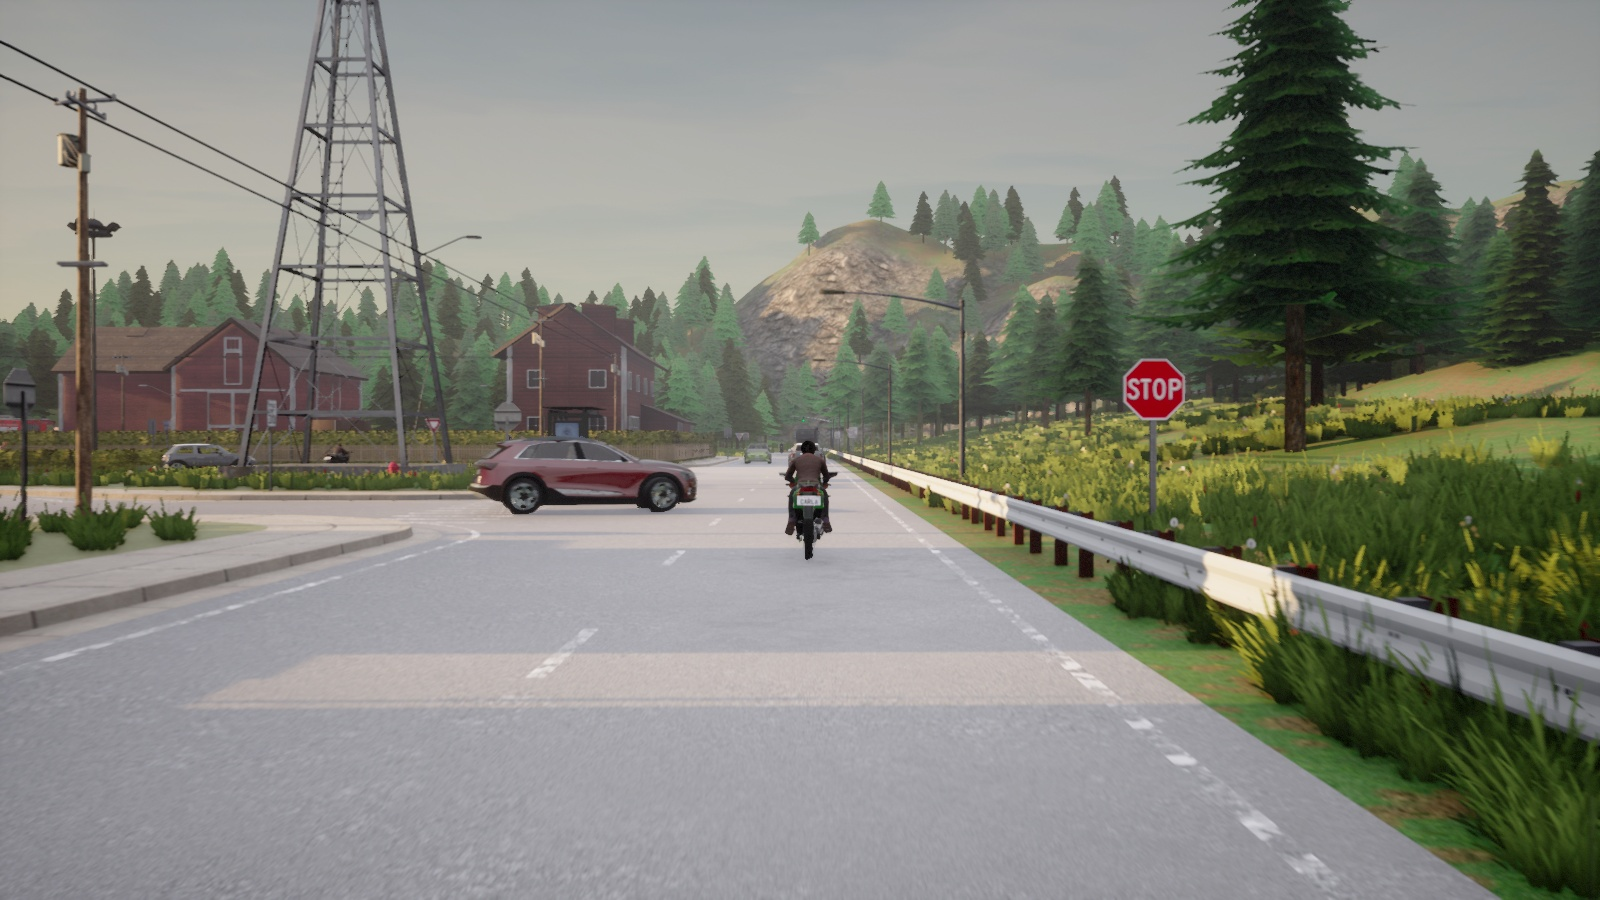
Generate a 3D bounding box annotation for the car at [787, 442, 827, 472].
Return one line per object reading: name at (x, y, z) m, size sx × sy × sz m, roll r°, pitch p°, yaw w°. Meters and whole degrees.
car at (0.379, 0.352, 63.925) m, size 1.970 × 1.475 × 3.806 m, roll 0°, pitch 0°, yaw 0°

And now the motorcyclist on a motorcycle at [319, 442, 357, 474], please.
motorcyclist on a motorcycle at (-22.444, 0.367, 61.014) m, size 0.797 × 1.523 × 2.044 m, roll 0°, pitch 0°, yaw 11°

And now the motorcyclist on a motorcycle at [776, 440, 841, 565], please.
motorcyclist on a motorcycle at (0.108, 0.637, 16.355) m, size 0.797 × 1.523 × 2.044 m, roll 0°, pitch 0°, yaw 0°

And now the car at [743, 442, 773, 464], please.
car at (-2.975, 0.186, 89.654) m, size 2.007 × 1.525 × 4.514 m, roll 0°, pitch 0°, yaw 0°

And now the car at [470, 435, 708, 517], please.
car at (-4.615, 0.519, 27.318) m, size 4.856 × 1.649 × 2.033 m, roll 0°, pitch 1°, yaw -18°

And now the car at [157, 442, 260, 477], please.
car at (-25.728, 0.383, 54.639) m, size 3.806 × 1.475 × 1.970 m, roll 0°, pitch 0°, yaw -34°
